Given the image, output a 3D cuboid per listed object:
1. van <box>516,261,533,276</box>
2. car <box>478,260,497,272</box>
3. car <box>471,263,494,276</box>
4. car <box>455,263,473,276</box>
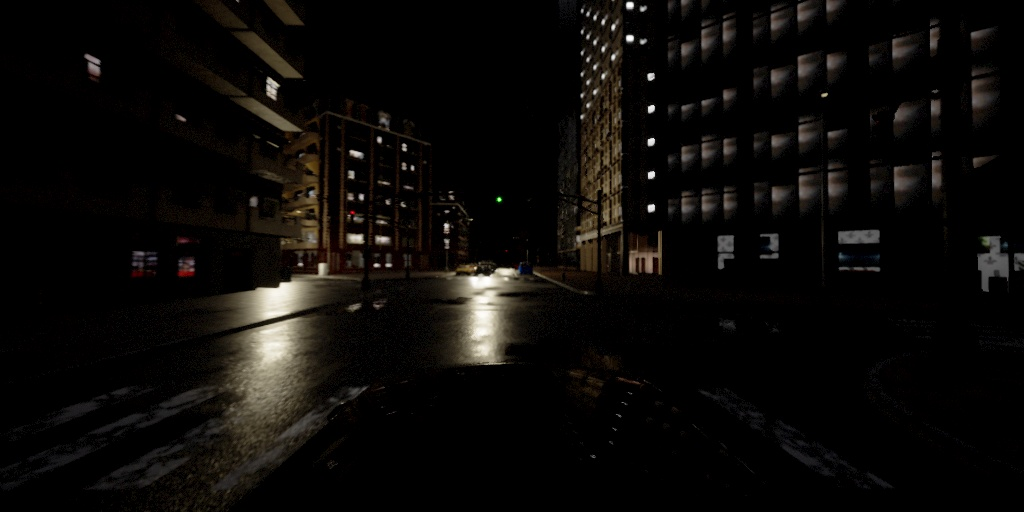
[{"bbox_3d":[1.751,1.642,45.763,1.690,1.789,3.998,0,0,-1],"label":"van"},{"bbox_3d":[-3.805,1.610,54.757,2.150,2.045,5.566,0,-1,-1],"label":"car"},{"bbox_3d":[-3.642,1.858,44.832,1.895,1.301,4.718,0,-1,-1],"label":"car"},{"bbox_3d":[-6.125,1.778,45.455,1.751,1.417,4.829,0,0,-1],"label":"car"}]
